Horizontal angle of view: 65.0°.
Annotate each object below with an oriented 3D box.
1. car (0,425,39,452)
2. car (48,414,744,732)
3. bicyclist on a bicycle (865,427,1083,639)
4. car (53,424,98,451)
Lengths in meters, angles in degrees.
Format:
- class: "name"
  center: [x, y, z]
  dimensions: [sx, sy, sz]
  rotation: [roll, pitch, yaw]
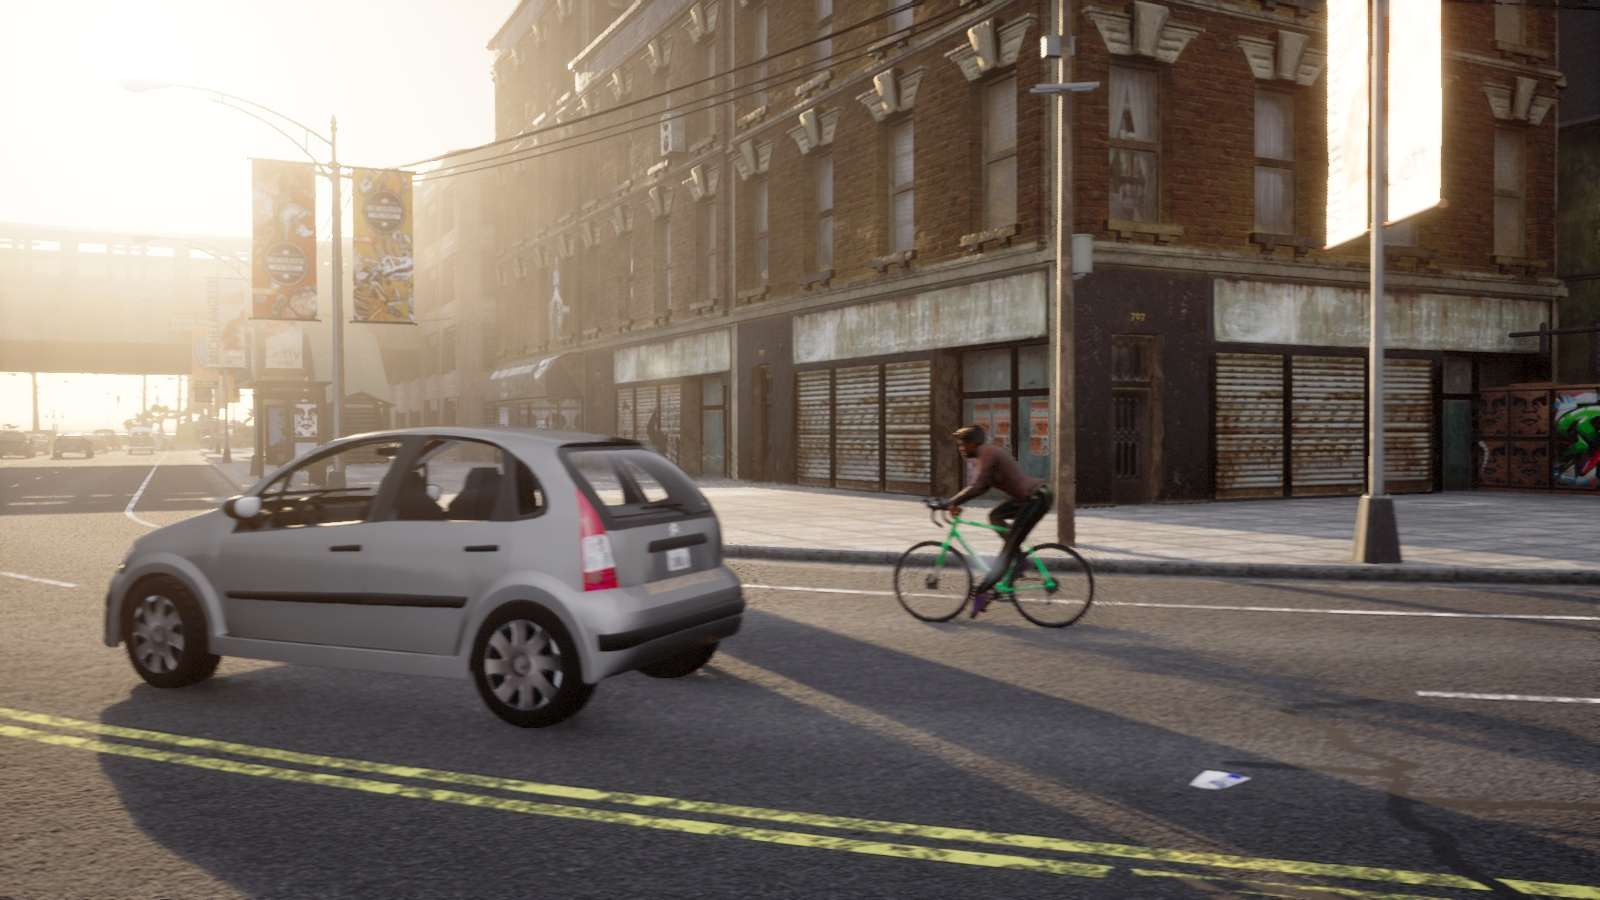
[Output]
- class: "car"
  center: [-51.106, -0.765, 81.896]
  dimensions: [2.097, 1.767, 4.553]
  rotation: [0, 1, -26]
- class: "car"
  center: [-2.561, 0.593, 8.002]
  dimensions: [3.988, 1.617, 1.851]
  rotation: [1, 1, 24]
- class: "bicyclist on a bicycle"
  center: [1.404, 0.631, 10.162]
  dimensions: [1.656, 1.620, 0.582]
  rotation: [0, 0, 20]
- class: "car"
  center: [-47.226, -0.829, 81.935]
  dimensions: [2.152, 1.651, 5.027]
  rotation: [0, 1, -26]
